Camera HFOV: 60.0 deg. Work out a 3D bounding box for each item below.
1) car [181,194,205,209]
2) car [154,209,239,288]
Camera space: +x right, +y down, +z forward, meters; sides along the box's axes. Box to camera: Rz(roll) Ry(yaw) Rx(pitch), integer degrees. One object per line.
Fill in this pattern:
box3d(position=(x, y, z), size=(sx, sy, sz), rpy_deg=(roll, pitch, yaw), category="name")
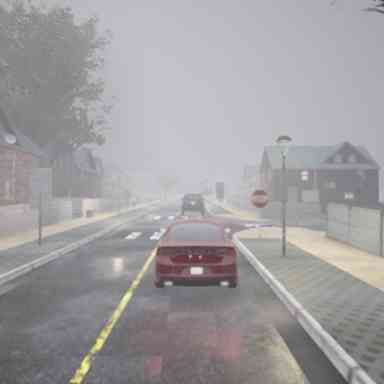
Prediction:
box3d(position=(0.096, 1.164, 33.032), size=(2.150, 2.045, 5.566), rpy_deg=(0, 0, 0), category="car")
box3d(position=(0.098, 1.457, 9.209), size=(1.882, 1.535, 5.008), rpy_deg=(0, 0, 0), category="car")
